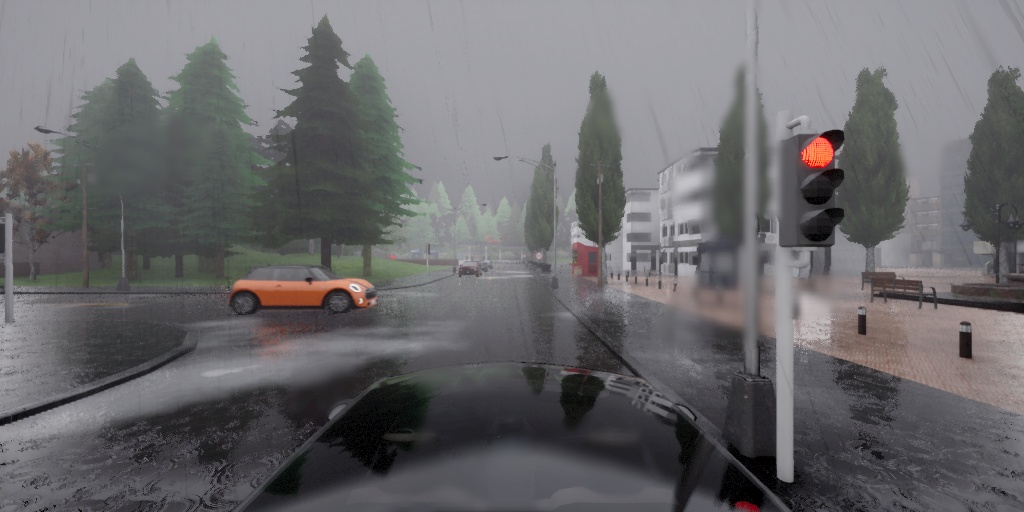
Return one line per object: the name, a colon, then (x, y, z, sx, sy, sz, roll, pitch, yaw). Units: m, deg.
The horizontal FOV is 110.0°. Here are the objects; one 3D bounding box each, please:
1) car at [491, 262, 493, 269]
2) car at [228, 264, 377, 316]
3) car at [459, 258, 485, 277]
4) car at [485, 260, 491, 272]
car: (-4.039, 1.276, 55.776, 1.812, 1.442, 4.674, 0, 0, 0)
car: (-7.357, 1.101, 13.008, 4.553, 1.767, 2.097, 0, 0, -5)
car: (-4.095, 1.228, 35.729, 1.882, 1.535, 5.008, 0, 0, 0)
car: (-4.081, 1.314, 45.649, 1.994, 1.385, 4.181, 0, 0, 0)
